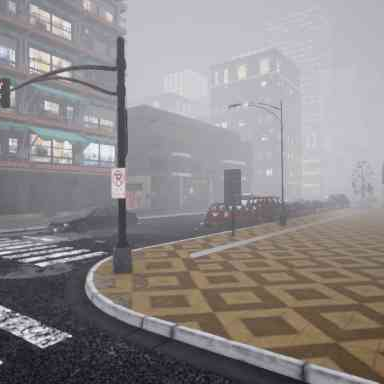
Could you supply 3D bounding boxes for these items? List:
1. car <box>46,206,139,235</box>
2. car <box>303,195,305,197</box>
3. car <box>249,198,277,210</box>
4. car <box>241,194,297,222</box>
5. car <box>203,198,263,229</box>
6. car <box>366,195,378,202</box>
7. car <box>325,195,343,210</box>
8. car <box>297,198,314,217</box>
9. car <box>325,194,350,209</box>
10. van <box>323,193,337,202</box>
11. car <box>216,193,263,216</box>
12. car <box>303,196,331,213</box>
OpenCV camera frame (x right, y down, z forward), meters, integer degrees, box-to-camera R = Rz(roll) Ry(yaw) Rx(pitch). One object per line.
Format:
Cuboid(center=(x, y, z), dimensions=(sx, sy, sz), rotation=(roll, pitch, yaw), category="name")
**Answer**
Cuboid(center=(-5.422, 1.540, 19.063), dimensions=(2.033, 1.411, 5.357), rotation=(-1, 0, 35), category="car")
Cuboid(center=(14.443, 1.485, 46.027), dimensions=(1.994, 1.385, 4.181), rotation=(-1, 0, 37), category="car")
Cuboid(center=(9.287, 1.489, 43.290), dimensions=(1.752, 1.417, 4.829), rotation=(-1, 0, 36), category="car")
Cuboid(center=(5.798, 1.215, 25.241), dimensions=(2.192, 1.841, 5.009), rotation=(-1, 0, 36), category="car")
Cuboid(center=(2.486, 1.352, 20.734), dimensions=(1.967, 1.590, 4.097), rotation=(-1, 0, 36), category="car")
Cuboid(center=(35.612, 1.334, 65.800), dimensions=(1.887, 1.381, 4.507), rotation=(-1, 0, 36), category="car")
Cuboid(center=(15.737, 1.415, 38.760), dimensions=(2.008, 1.369, 4.403), rotation=(-1, 0, 36), category="car")
Cuboid(center=(9.113, 1.470, 29.747), dimensions=(1.802, 1.307, 4.206), rotation=(-1, 0, 36), category="car")
Cuboid(center=(19.047, 1.167, 43.268), dimensions=(2.192, 1.841, 5.009), rotation=(-1, 0, 36), category="car")
Cuboid(center=(29.261, 1.229, 70.468), dimensions=(1.690, 1.788, 3.998), rotation=(-1, 0, 36), category="van")
Cuboid(center=(4.835, 1.180, 33.072), dimensions=(2.150, 2.045, 5.566), rotation=(-1, -1, 36), category="car")
Cuboid(center=(12.425, 1.421, 34.254), dimensions=(1.887, 1.381, 4.507), rotation=(-1, 0, 36), category="car")
